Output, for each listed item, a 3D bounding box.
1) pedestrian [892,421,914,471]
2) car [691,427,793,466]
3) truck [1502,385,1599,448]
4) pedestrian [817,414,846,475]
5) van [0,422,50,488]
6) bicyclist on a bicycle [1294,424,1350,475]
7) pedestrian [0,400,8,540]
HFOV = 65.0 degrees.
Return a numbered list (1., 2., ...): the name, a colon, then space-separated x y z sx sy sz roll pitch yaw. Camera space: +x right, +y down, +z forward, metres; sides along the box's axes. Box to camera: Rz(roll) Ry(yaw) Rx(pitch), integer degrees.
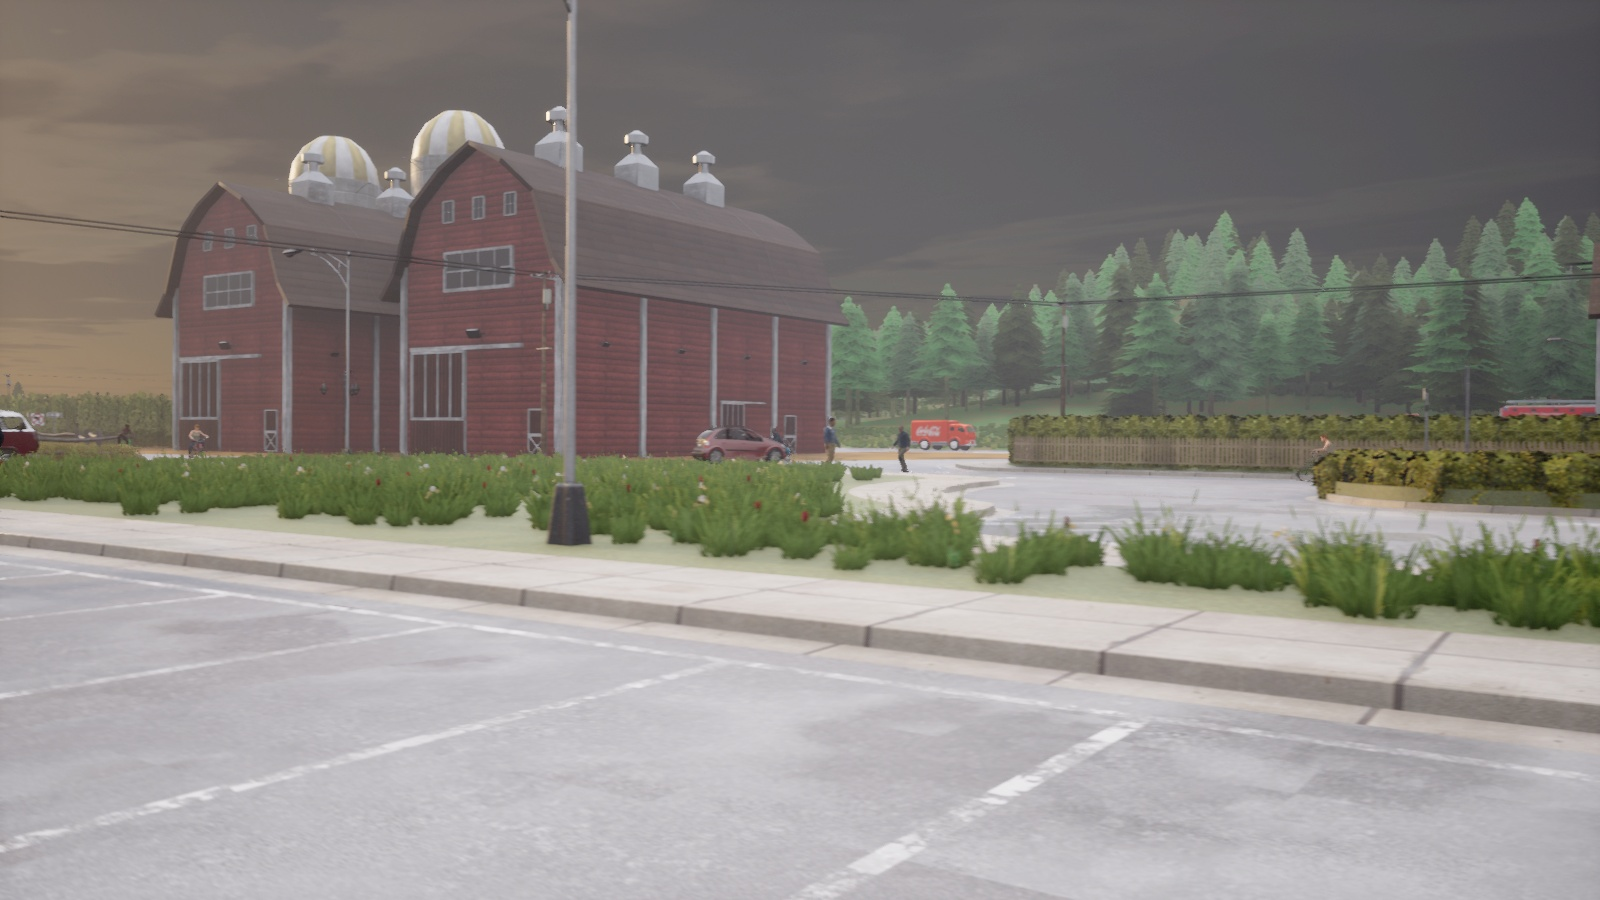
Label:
1. pedestrian: 3.833 -0.155 46.811 0.726 1.842 0.402 -1 1 -38
2. car: -2.495 -0.170 54.267 3.988 1.617 1.851 -1 1 -23
3. truck: 48.585 -2.080 78.052 8.468 3.827 2.891 0 1 25
4. pedestrian: 1.010 -0.172 40.295 0.788 1.949 0.423 0 1 34
5. van: -26.061 0.162 38.780 2.069 2.038 4.480 0 1 34
6. bicyclist on a bicycle: 16.793 -0.036 40.425 1.509 1.612 0.866 0 1 35
7. pedestrian: -10.831 0.259 16.544 0.726 1.835 0.370 0 1 33
